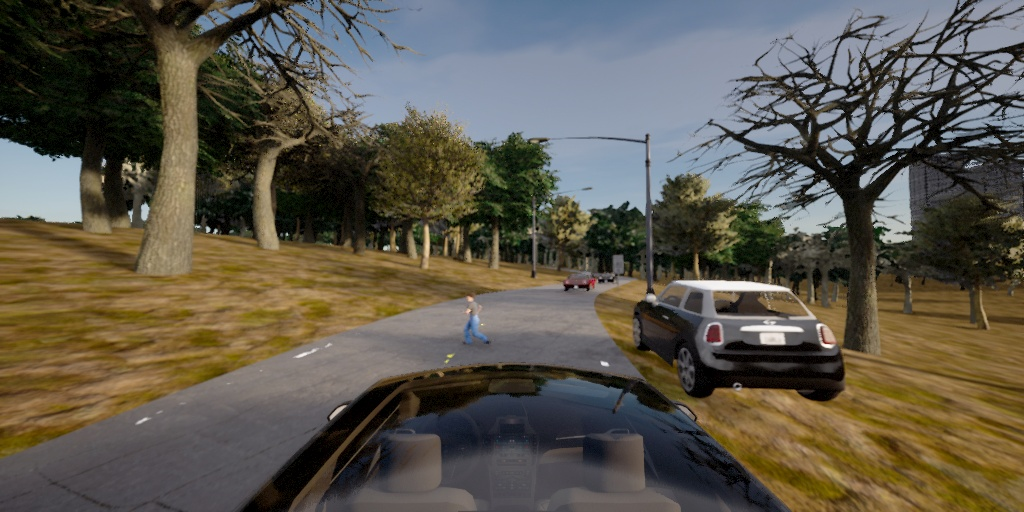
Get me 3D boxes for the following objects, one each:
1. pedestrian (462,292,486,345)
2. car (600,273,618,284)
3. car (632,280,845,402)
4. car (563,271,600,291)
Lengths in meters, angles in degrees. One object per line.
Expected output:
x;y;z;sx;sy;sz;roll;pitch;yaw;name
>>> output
-0.856;1.339;7.995;0.375;1.300;0.375;2;-3;-8;pedestrian
11.860;2.722;44.142;1.895;1.301;4.718;-1;-3;22;car
3.444;1.157;6.326;1.970;1.475;3.806;0;0;5;car
5.300;1.989;27.458;1.895;1.301;4.718;-1;-3;20;car
